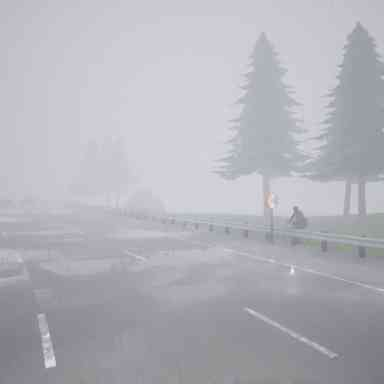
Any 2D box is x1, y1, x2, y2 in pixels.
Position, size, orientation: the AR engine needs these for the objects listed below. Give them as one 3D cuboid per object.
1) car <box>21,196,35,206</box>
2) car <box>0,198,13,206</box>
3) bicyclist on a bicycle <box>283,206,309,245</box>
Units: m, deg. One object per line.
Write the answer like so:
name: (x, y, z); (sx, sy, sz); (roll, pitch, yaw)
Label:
car: (-28.081, 1.505, 56.867); (1.837, 1.490, 4.892); (0, 0, -32)
car: (-29.644, 1.601, 52.749); (1.895, 1.301, 4.718); (0, 0, -32)
bicyclist on a bicycle: (4.417, 1.433, 13.957); (1.656, 1.620, 0.582); (6, -3, -31)
